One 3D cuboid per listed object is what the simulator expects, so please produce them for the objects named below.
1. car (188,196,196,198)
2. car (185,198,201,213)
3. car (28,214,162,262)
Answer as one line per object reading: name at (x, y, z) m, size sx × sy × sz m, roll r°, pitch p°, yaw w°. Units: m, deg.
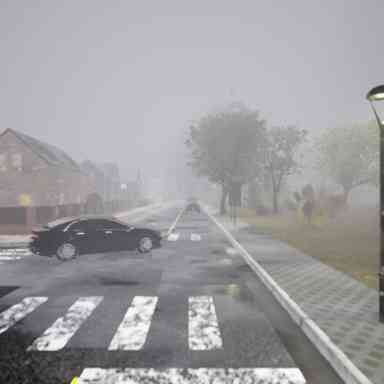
car at (0.036, 1.860, 65.546) m, size 2.150 × 2.045 × 5.566 m, roll 0°, pitch -1°, yaw 0°
car at (0.113, 1.921, 43.395) m, size 1.812 × 1.442 × 4.674 m, roll 0°, pitch -1°, yaw 0°
car at (-3.481, 1.620, 12.612) m, size 4.892 × 1.490 × 1.837 m, roll 0°, pitch 2°, yaw -32°
